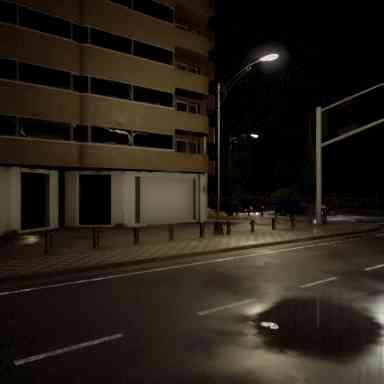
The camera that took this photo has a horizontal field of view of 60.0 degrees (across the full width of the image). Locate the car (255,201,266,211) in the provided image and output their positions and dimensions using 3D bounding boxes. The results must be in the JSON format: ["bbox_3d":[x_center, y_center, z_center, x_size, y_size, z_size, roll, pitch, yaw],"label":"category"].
[{"bbox_3d":[6.889,1.560,41.069,1.837,1.490,4.892,0,0,-36],"label":"car"}]

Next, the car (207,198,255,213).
[{"bbox_3d":[4.332,1.603,38.630,2.033,1.411,5.357,0,0,-36],"label":"car"}]

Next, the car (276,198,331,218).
[{"bbox_3d":[9.961,1.581,30.865,1.812,1.442,4.674,0,0,-37],"label":"car"}]

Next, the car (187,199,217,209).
[{"bbox_3d":[1.411,1.656,48.666,1.895,1.301,4.718,0,0,-36],"label":"car"}]

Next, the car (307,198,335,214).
[{"bbox_3d":[12.139,1.407,33.799,2.097,1.767,4.553,0,0,-36],"label":"car"}]
